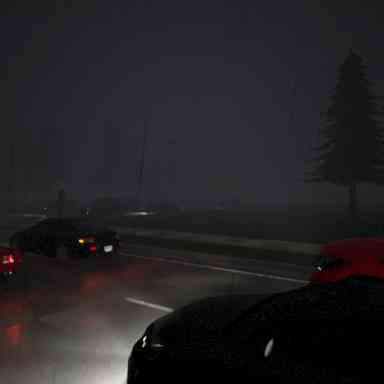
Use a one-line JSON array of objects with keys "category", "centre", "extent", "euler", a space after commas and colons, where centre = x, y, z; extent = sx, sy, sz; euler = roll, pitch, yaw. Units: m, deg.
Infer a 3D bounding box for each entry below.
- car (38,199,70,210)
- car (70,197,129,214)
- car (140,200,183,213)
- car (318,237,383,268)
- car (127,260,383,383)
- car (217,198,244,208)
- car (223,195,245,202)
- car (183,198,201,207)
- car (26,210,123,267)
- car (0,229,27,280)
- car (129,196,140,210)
[{"category": "car", "centre": [-13.943, 1.573, 35.591], "extent": [1.837, 1.490, 4.892], "euler": [0, 0, 37]}, {"category": "car", "centre": [-8.538, 1.406, 31.120], "extent": [2.097, 1.767, 4.553], "euler": [0, 0, 36]}, {"category": "car", "centre": [-3.418, 1.618, 38.046], "extent": [1.994, 1.385, 4.181], "euler": [0, 0, 37]}, {"category": "car", "centre": [4.709, 1.221, 4.909], "extent": [5.566, 2.045, 2.150], "euler": [0, 0, 36]}, {"category": "car", "centre": [1.377, 1.565, 3.002], "extent": [4.181, 1.385, 1.994], "euler": [0, 0, 36]}, {"category": "car", "centre": [5.959, 1.601, 50.700], "extent": [2.033, 1.411, 5.357], "euler": [0, 0, 37]}, {"category": "car", "centre": [8.361, 1.223, 65.557], "extent": [2.033, 1.411, 5.357], "euler": [0, 0, 37]}, {"category": "car", "centre": [-0.672, 1.669, 53.508], "extent": [1.895, 1.301, 4.718], "euler": [0, 0, 37]}, {"category": "car", "centre": [-4.403, 1.547, 11.466], "extent": [4.674, 1.442, 1.812], "euler": [0, 0, 36]}, {"category": "car", "centre": [-6.528, 1.623, 8.686], "extent": [4.718, 1.301, 1.895], "euler": [0, 0, 36]}, {"category": "car", "centre": [-8.576, 1.421, 42.842], "extent": [2.097, 1.767, 4.553], "euler": [0, 0, 36]}]
